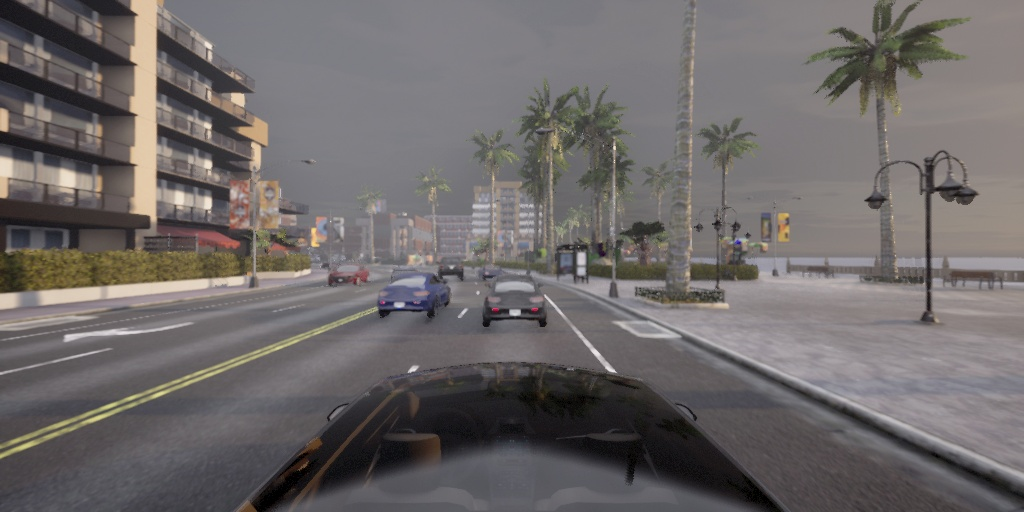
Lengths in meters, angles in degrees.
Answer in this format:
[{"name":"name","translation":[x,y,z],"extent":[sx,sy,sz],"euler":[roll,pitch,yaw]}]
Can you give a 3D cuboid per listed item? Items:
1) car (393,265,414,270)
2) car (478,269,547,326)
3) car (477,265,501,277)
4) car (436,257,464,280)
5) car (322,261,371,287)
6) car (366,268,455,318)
[{"name":"car","translation":[-8.780,1.422,29.435],"extent":[1.994,1.385,4.181],"euler":[0,0,-13]},{"name":"car","translation":[0.067,1.315,11.692],"extent":[1.812,1.442,4.674],"euler":[0,0,0]},{"name":"car","translation":[-1.950,1.469,32.021],"extent":[1.895,1.301,4.718],"euler":[0,0,-12]},{"name":"car","translation":[-5.658,1.092,32.653],"extent":[2.150,2.045,5.566],"euler":[0,0,-13]},{"name":"car","translation":[-11.666,1.323,25.966],"extent":[1.882,1.535,5.008],"euler":[0,0,-10]},{"name":"car","translation":[-3.445,1.321,13.150],"extent":[1.812,1.442,4.674],"euler":[0,0,-1]}]
